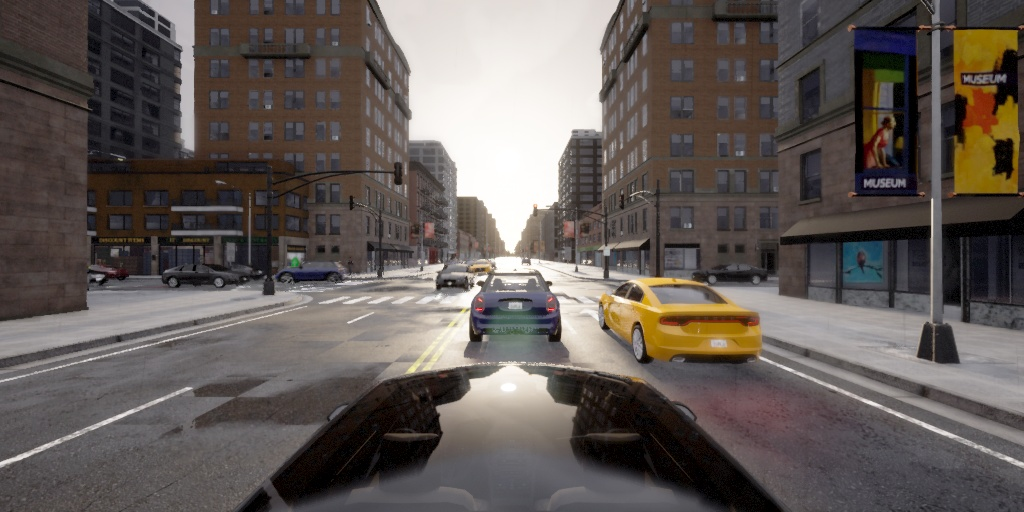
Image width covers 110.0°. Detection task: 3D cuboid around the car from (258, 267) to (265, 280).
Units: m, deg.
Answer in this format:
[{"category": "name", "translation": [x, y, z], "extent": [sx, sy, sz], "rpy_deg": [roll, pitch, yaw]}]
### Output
[{"category": "car", "translation": [-22.161, 1.330, 28.605], "extent": [4.313, 1.339, 1.948], "rpy_deg": [0, 0, 0]}]

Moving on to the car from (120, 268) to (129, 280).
[{"category": "car", "translation": [-33.184, 1.344, 28.646], "extent": [4.207, 1.307, 1.802], "rpy_deg": [0, 0, 0]}]

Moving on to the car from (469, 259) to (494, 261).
[{"category": "car", "translation": [-3.405, 1.227, 41.271], "extent": [1.882, 1.535, 5.008], "rpy_deg": [0, 0, 0]}]

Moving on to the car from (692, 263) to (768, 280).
[{"category": "car", "translation": [15.849, 1.268, 26.282], "extent": [5.008, 1.535, 1.882], "rpy_deg": [0, 0, 1]}]

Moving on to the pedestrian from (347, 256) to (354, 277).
[{"category": "pedestrian", "translation": [-14.183, 0.920, 31.452], "extent": [0.375, 1.860, 0.375], "rpy_deg": [0, 0, 0]}]

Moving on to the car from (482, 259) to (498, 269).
[{"category": "car", "translation": [-3.416, 1.236, 56.280], "extent": [2.128, 1.511, 4.902], "rpy_deg": [0, 0, 0]}]

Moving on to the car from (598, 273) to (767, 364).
[{"category": "car", "translation": [3.317, 1.228, 8.133], "extent": [1.882, 1.535, 5.008], "rpy_deg": [0, 0, 1]}]

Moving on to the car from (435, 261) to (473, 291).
[{"category": "car", "translation": [-3.376, 1.253, 21.842], "extent": [1.837, 1.490, 4.892], "rpy_deg": [0, 0, 0]}]

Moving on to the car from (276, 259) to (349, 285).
[{"category": "car", "translation": [-14.439, 1.109, 26.086], "extent": [4.553, 1.767, 2.097], "rpy_deg": [0, -1, -9]}]

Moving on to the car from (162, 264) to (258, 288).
[{"category": "car", "translation": [-19.613, 1.248, 23.110], "extent": [4.892, 1.490, 1.837], "rpy_deg": [0, 0, 0]}]

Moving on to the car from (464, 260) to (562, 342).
[{"category": "car", "translation": [0.079, 1.102, 9.935], "extent": [2.097, 1.767, 4.553], "rpy_deg": [0, 0, 0]}]

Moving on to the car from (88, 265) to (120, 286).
[{"category": "car", "translation": [-29.101, 1.232, 23.146], "extent": [4.902, 1.511, 2.128], "rpy_deg": [0, 0, 0]}]

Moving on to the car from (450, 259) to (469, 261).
[{"category": "car", "translation": [-6.655, 1.240, 41.957], "extent": [2.128, 1.511, 4.902], "rpy_deg": [0, 0, 0]}]
